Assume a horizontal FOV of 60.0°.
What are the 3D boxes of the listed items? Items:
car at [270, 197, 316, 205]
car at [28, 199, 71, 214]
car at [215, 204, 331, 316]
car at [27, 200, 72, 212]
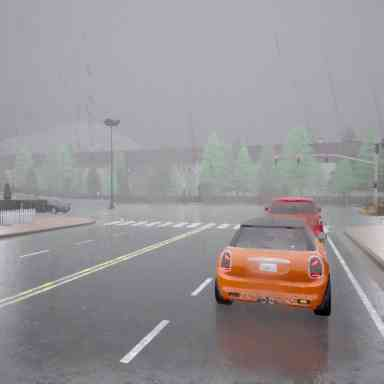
[{"bbox_3d":[4.271,1.221,14.150,2.150,2.045,5.566,0,0,16],"label":"car"},{"bbox_3d":[-15.224,1.502,35.211,4.892,1.490,1.837,0,0,18],"label":"car"},{"bbox_3d":[2.056,1.352,7.890,2.097,1.767,4.553,0,0,19],"label":"car"},{"bbox_3d":[-16.814,1.592,39.325,4.718,1.301,1.895,0,0,16],"label":"car"}]
